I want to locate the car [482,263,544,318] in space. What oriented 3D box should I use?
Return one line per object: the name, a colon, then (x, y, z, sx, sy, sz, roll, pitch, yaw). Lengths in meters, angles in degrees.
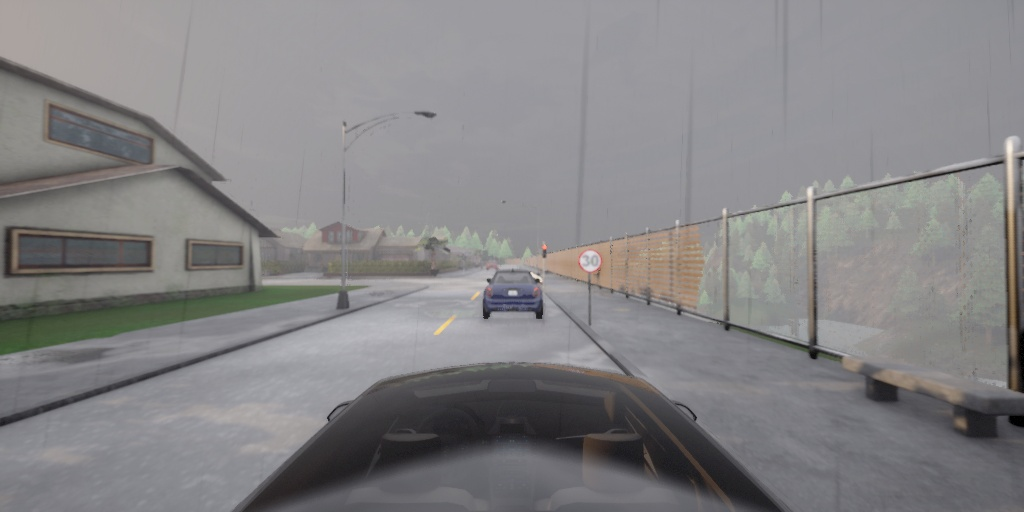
car: (0.046, 1.269, 13.976, 2.097, 1.767, 4.553, 0, -1, 1)
